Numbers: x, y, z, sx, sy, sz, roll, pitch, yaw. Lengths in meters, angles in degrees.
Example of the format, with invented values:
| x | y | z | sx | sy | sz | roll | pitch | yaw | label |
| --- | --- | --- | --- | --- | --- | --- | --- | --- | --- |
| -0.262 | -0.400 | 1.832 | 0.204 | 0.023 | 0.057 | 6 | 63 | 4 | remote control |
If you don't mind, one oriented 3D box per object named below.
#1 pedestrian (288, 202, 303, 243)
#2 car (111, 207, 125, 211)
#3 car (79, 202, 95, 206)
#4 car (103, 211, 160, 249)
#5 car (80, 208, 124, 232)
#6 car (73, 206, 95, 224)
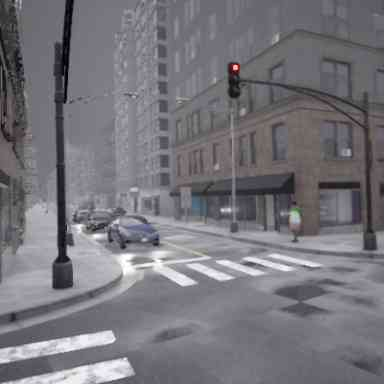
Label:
| x | y | z | sx | sy | sz | roll | pitch | yaw | label |
| --- | --- | --- | --- | --- | --- | --- | --- | --- | --- |
| 4.681 | 1.327 | 15.064 | 0.375 | 1.860 | 0.375 | -1 | -1 | -25 | pedestrian |
| -8.375 | 2.404 | 36.265 | 1.837 | 1.490 | 4.892 | -1 | -1 | -25 | car |
| -18.078 | 2.717 | 57.355 | 2.150 | 2.045 | 5.566 | -1 | -2 | -25 | car |
| -3.128 | 1.963 | 17.197 | 1.812 | 1.442 | 4.674 | -1 | -1 | -25 | car |
| -7.150 | 2.243 | 25.948 | 2.033 | 1.411 | 5.357 | -1 | -1 | -24 | car |
| -11.346 | 2.488 | 35.102 | 1.812 | 1.442 | 4.674 | -1 | -1 | -25 | car |
